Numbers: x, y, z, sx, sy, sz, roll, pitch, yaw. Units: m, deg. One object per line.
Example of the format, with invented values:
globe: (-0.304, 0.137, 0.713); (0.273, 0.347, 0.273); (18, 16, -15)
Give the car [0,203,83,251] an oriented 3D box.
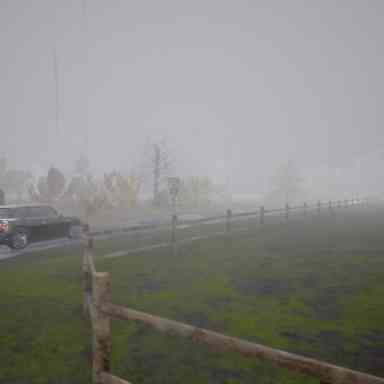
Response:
car: (-6.741, 1.304, 14.298); (2.097, 1.767, 4.553); (1, 0, 22)
